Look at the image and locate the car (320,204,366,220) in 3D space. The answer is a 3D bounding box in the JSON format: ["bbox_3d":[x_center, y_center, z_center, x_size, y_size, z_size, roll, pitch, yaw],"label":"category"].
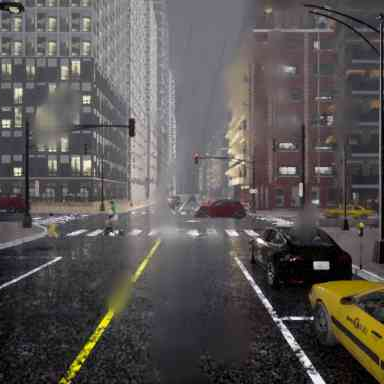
[{"bbox_3d":[14.646,1.837,31.338,4.829,1.417,1.752,1,-1,0],"label":"car"}]

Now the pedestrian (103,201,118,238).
[{"bbox_3d":[-4.011,1.295,16.399,0.375,1.860,0.375,0,0,0],"label":"pedestrian"}]

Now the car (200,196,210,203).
[{"bbox_3d":[2.699,1.578,69.588,2.008,1.369,4.403,0,0,0],"label":"car"}]

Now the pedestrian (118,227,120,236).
[{"bbox_3d":[-4.078,1.295,17.060,0.375,1.860,0.375,0,0,0],"label":"pedestrian"}]

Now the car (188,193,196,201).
[{"bbox_3d":[0.009,1.227,83.594,2.097,1.767,4.553,0,0,0],"label":"car"}]

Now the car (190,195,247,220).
[{"bbox_3d":[2.367,1.429,28.629,4.553,1.767,2.097,1,0,-1],"label":"car"}]

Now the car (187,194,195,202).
[{"bbox_3d":[0.008,1.547,73.621,1.812,1.442,4.674,0,0,0],"label":"car"}]

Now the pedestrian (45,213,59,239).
[{"bbox_3d":[-6.636,1.575,15.858,0.375,1.300,0.375,0,0,0],"label":"pedestrian"}]

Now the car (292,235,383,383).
[{"bbox_3d":[2.693,1.525,3.486,1.752,1.417,4.829,0,0,0],"label":"car"}]

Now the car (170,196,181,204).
[{"bbox_3d":[-3.048,1.528,63.725,1.837,1.490,4.892,0,0,0],"label":"car"}]

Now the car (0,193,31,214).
[{"bbox_3d":[-17.690,1.030,31.063,5.009,1.841,2.192,1,-1,0],"label":"car"}]

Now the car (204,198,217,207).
[{"bbox_3d":[2.747,1.596,51.023,1.802,1.307,4.206,0,0,0],"label":"car"}]

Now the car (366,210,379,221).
[{"bbox_3d":[18.074,1.893,28.762,4.674,1.442,1.812,1,0,0],"label":"car"}]

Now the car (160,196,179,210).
[{"bbox_3d":[-3.114,1.557,43.290,2.033,1.411,5.357,0,0,-4],"label":"car"}]

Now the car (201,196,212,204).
[{"bbox_3d":[2.698,1.574,63.940,2.008,1.369,4.403,0,0,0],"label":"car"}]

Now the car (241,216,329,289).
[{"bbox_3d":[2.693,1.566,8.999,1.947,1.339,4.313,0,0,0],"label":"car"}]

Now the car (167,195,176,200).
[{"bbox_3d":[-5.680,1.599,92.183,2.008,1.369,4.403,0,0,0],"label":"car"}]

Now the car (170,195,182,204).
[{"bbox_3d":[-3.077,1.580,53.310,1.994,1.385,4.181,0,0,1],"label":"car"}]
